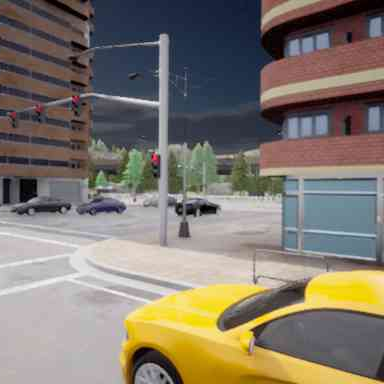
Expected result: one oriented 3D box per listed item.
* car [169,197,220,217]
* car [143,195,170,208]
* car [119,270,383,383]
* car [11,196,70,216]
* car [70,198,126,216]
[{"bbox_3d":[0.573,1.273,28.493,1.882,1.535,5.008,1,0,36],"label":"car"},{"bbox_3d":[-3.872,1.157,40.401,2.128,1.511,4.902,1,0,36],"label":"car"},{"bbox_3d":[1.508,1.473,2.881,5.008,1.535,1.882,1,1,36],"label":"car"},{"bbox_3d":[-12.706,1.163,28.325,1.837,1.490,4.892,1,1,36],"label":"car"},{"bbox_3d":[-7.846,1.229,29.061,1.812,1.442,4.674,1,1,36],"label":"car"}]
